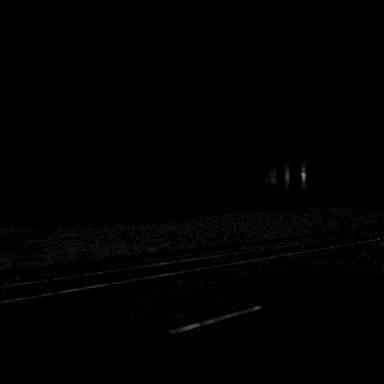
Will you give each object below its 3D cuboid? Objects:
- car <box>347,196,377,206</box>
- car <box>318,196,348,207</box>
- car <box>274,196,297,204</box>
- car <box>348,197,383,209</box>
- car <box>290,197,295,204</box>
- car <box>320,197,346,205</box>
[{"bbox_3d":[29.391,1.521,57.611,1.967,1.590,4.097,-1,1,-36],"label":"car"},{"bbox_3d":[22.452,1.513,52.655,2.192,1.841,5.009,-1,1,-36],"label":"car"},{"bbox_3d":[19.927,1.683,70.851,1.887,1.381,4.507,-1,1,-36],"label":"car"},{"bbox_3d":[25.612,1.745,48.243,1.947,1.339,4.313,-1,1,-36],"label":"car"},{"bbox_3d":[16.243,1.760,61.346,1.752,1.417,4.829,-1,1,-36],"label":"car"},{"bbox_3d":[26.238,1.682,62.025,1.802,1.307,4.206,-1,1,-36],"label":"car"}]
